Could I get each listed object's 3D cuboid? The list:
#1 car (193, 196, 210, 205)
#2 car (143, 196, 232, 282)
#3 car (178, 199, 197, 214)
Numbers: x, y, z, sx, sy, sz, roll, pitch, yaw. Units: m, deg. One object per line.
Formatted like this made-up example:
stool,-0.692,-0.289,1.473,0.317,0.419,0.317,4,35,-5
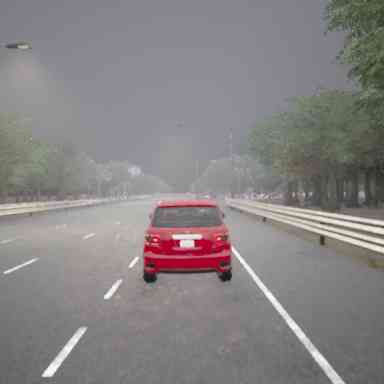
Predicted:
car,1.738,1.476,60.070,2.128,1.511,4.902,-1,0,13
car,-0.140,1.224,9.962,2.150,2.045,5.566,-1,0,-1
car,-0.485,1.542,36.001,1.812,1.442,4.674,-1,0,-1
